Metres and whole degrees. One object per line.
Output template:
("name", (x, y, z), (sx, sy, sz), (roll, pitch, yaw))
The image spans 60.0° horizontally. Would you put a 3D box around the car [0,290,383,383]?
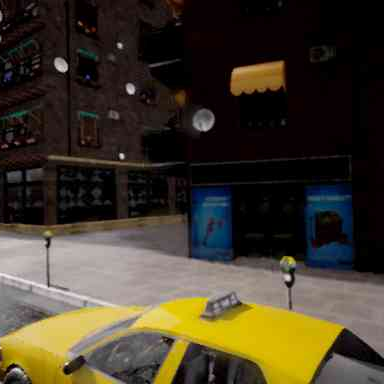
("car", (0.024, 1.542, 2.873), (4.829, 1.417, 1.752), (-1, -1, 36))
